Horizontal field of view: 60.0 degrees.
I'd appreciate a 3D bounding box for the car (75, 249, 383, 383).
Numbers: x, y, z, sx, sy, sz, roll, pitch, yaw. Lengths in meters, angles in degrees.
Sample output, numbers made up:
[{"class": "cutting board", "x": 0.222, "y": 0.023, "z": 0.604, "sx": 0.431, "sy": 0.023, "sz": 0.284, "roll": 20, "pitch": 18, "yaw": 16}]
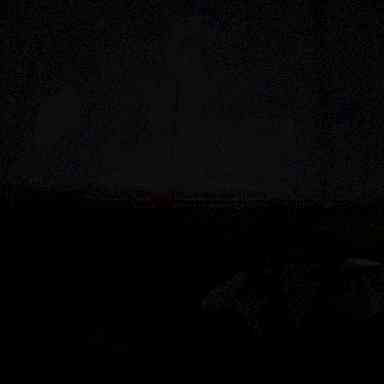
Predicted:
[{"class": "car", "x": 1.223, "y": 1.514, "z": 3.918, "sx": 5.008, "sy": 1.535, "sz": 1.882, "roll": 1, "pitch": 0, "yaw": -35}]
